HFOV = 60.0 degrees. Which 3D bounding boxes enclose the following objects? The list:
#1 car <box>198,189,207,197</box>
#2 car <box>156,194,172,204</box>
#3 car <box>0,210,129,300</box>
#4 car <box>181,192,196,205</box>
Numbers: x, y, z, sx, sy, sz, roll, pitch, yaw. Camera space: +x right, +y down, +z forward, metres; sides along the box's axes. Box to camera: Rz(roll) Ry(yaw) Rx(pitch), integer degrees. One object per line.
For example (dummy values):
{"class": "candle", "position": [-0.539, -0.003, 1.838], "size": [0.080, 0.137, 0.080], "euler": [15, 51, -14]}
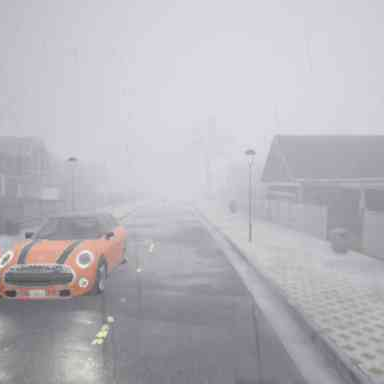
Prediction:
{"class": "car", "position": [2.760, 0.173, 85.675], "size": [2.150, 2.045, 5.566], "euler": [0, 1, 13]}
{"class": "car", "position": [-4.302, 1.071, 51.720], "size": [1.994, 1.385, 4.181], "euler": [0, 1, 2]}
{"class": "car", "position": [-2.994, 1.338, 8.572], "size": [2.097, 1.767, 4.553], "euler": [0, 0, -1]}
{"class": "car", "position": [-0.676, 1.080, 48.372], "size": [1.812, 1.442, 4.674], "euler": [0, 1, 1]}
